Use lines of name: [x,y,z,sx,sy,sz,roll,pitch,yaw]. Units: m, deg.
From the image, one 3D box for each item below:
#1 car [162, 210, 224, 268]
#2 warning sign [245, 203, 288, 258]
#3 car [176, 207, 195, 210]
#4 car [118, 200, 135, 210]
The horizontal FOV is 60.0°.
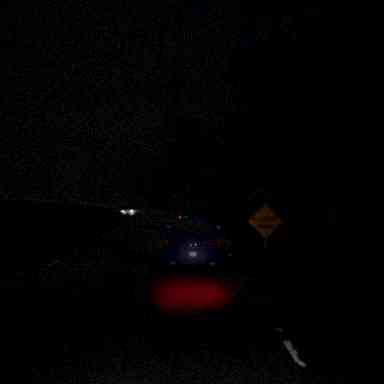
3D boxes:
car: [0.048,1.652,12.014,1.882,1.535,5.008,1,0,0]
warning sign: [2.640,1.338,11.955,1.300,1.860,1.060,0,-2,0]
car: [-0.523,1.875,26.080,2.033,1.411,5.357,1,-1,-5]
car: [-10.082,1.962,50.883,1.994,1.385,4.181,2,-1,-23]
